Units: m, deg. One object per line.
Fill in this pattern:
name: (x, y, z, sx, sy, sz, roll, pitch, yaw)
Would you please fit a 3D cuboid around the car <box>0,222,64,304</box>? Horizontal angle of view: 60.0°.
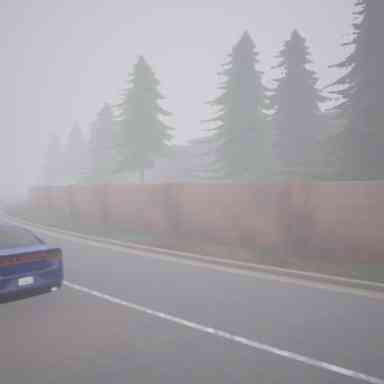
car: (-4.818, 1.401, 7.470, 5.008, 1.535, 1.882, 1, 1, 40)
